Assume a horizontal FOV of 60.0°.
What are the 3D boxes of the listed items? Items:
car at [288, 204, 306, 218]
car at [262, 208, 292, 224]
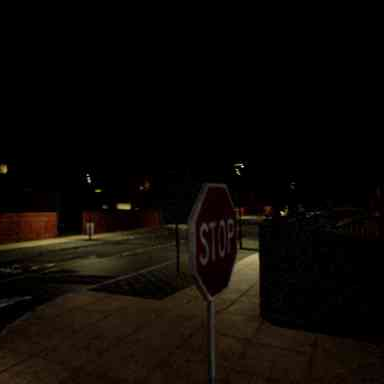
[{"bbox_3d":[15.486,2.874,49.412,2.150,2.045,5.566,-2,-3,26],"label":"car"},{"bbox_3d":[9.020,2.730,35.975,2.033,1.411,5.357,-2,-3,26],"label":"car"}]
